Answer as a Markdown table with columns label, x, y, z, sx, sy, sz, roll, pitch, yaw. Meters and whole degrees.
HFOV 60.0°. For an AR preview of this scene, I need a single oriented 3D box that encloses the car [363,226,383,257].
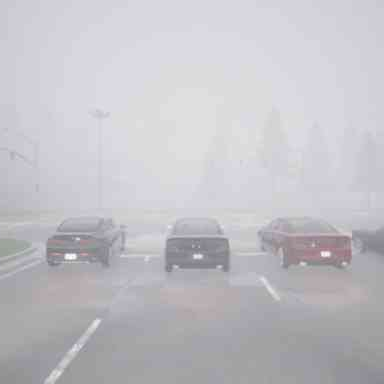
| label | x | y | z | sx | sy | sz | roll | pitch | yaw |
| --- | --- | --- | --- | --- | --- | --- | --- | --- | --- |
| car | 7.225 | 1.684 | 11.147 | 1.895 | 1.301 | 4.718 | 0 | 0 | 1 |

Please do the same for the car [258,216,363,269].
| label | x | y | z | sx | sy | sz | roll | pitch | yaw |
| --- | --- | --- | --- | --- | --- | --- | --- | --- | --- |
| car | 3.627 | 1.560 | 11.558 | 1.882 | 1.535 | 5.008 | 0 | 0 | -1 |

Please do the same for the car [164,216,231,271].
| label | x | y | z | sx | sy | sz | roll | pitch | yaw |
| --- | --- | --- | --- | --- | --- | --- | --- | --- | --- |
| car | 0.141 | 1.553 | 11.176 | 1.882 | 1.535 | 5.008 | 0 | 0 | 0 |

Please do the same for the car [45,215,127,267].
| label | x | y | z | sx | sy | sz | roll | pitch | yaw |
| --- | --- | --- | --- | --- | --- | --- | --- | --- | --- |
| car | -3.524 | 1.580 | 11.717 | 1.837 | 1.490 | 4.892 | 0 | 0 | -3 |
